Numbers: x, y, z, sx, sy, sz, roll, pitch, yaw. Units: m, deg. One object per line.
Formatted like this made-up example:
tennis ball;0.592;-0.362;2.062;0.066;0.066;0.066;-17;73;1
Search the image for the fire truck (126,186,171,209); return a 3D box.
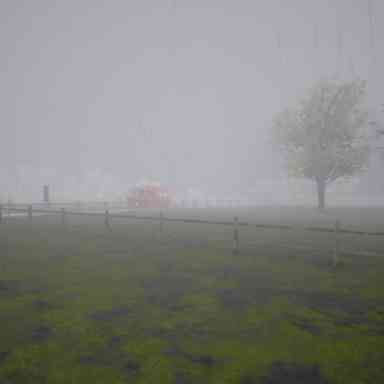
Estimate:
fire truck;-7.243;0.898;56.809;2.891;3.827;8.468;-1;-1;36
